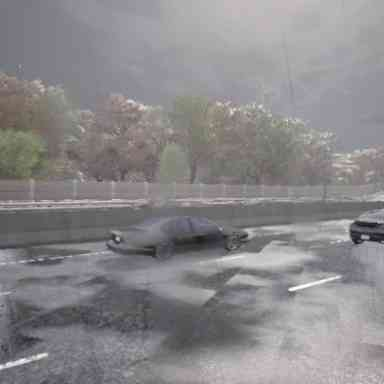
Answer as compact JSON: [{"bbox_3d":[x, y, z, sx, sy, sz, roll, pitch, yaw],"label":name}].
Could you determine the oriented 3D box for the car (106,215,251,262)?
[{"bbox_3d":[-0.319,1.545,12.118,5.357,1.411,2.033,0,0,-36],"label":"car"}]

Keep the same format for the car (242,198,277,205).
[{"bbox_3d":[8.135,1.498,39.869,4.902,1.511,2.128,0,0,-35],"label":"car"}]

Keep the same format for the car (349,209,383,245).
[{"bbox_3d":[8.651,1.501,14.216,4.892,1.490,1.837,0,0,-36],"label":"car"}]

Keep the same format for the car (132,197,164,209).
[{"bbox_3d":[-2.172,1.474,28.231,5.008,1.535,1.882,0,0,-35],"label":"car"}]

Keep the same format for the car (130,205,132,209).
[{"bbox_3d":[-4.278,1.348,35.321,4.553,1.767,2.097,0,0,-35],"label":"car"}]

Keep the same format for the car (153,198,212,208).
[{"bbox_3d":[-0.131,1.474,25.389,5.008,1.535,1.882,0,0,-35],"label":"car"}]
